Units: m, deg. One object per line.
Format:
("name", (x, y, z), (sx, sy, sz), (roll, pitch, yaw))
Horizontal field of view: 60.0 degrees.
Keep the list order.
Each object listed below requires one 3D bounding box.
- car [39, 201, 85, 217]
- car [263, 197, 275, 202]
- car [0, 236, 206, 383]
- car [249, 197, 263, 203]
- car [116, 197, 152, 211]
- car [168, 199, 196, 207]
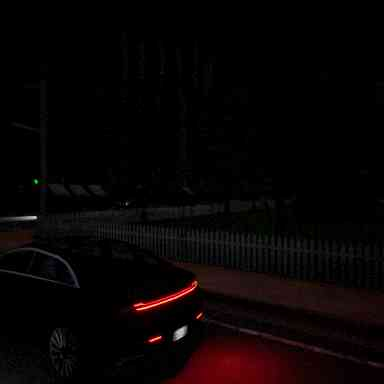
("car", (-12.356, 1.564, 31.856), (1.994, 1.385, 4.181), (0, 0, 34))
("car", (15.238, 1.547, 59.874), (2.033, 1.411, 5.357), (0, 0, 34))
("car", (-2.104, 1.491, 5.443), (4.902, 1.511, 2.128), (0, 0, 36))
("car", (12.360, 1.601, 61.861), (1.895, 1.301, 4.718), (0, 0, 34))
("car", (-6.937, 1.352, 39.878), (2.097, 1.767, 4.553), (0, 0, 34))
("car", (-1.376, 1.601, 48.097), (1.895, 1.301, 4.718), (0, 0, 34))
